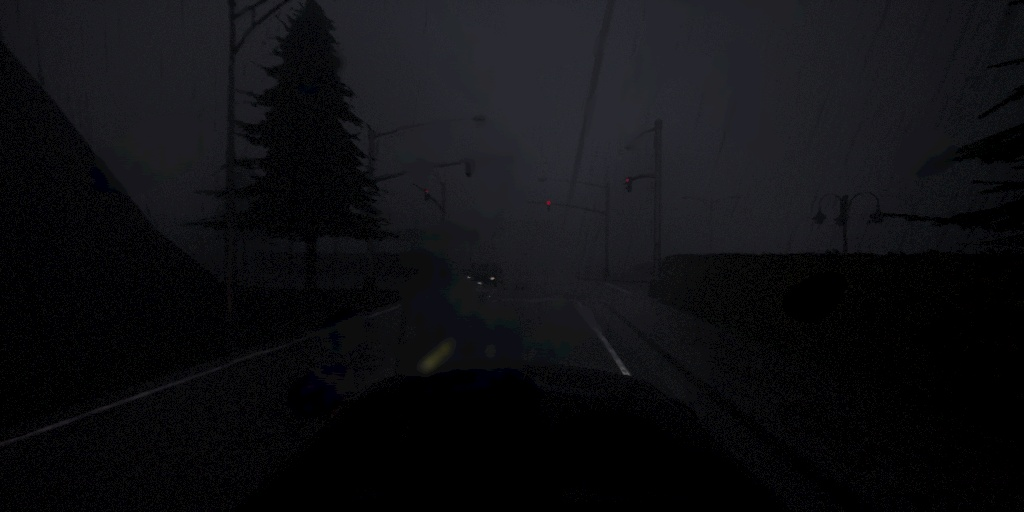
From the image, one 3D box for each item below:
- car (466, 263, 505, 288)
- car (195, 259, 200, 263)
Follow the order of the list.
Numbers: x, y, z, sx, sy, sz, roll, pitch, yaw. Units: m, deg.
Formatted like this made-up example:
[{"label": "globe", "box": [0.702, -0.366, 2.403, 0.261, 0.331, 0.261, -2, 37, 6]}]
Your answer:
[{"label": "car", "box": [-1.577, 1.201, 23.601, 2.033, 1.411, 5.357, 1, 0, 6]}, {"label": "car", "box": [-36.991, 0.827, 39.520, 2.128, 1.511, 4.902, 1, 0, -4]}]
